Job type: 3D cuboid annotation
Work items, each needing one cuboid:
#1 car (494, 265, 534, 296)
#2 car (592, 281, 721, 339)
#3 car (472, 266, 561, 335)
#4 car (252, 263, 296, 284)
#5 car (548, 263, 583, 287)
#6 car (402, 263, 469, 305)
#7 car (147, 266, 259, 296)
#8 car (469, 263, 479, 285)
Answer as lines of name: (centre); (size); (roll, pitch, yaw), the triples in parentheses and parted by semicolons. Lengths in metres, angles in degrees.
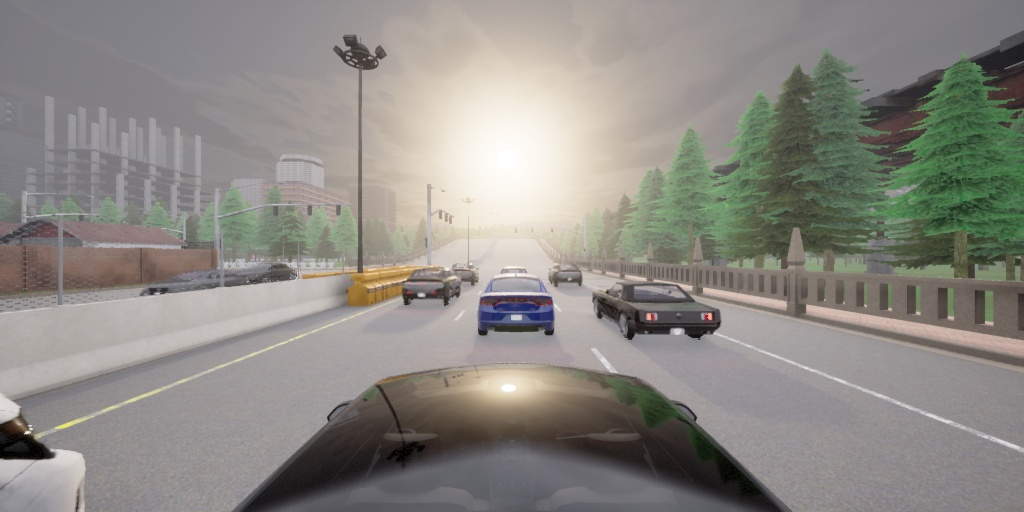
car: (0.106, 1.297, 20.568); (2.033, 1.411, 5.357); (0, 0, 0)
car: (3.602, 1.351, 10.012); (1.895, 1.301, 4.718); (0, 0, 0)
car: (0.100, 1.228, 10.497); (1.882, 1.535, 5.008); (0, 0, 0)
car: (-17.519, 1.256, 25.587); (1.837, 1.490, 4.892); (0, 0, 0)
car: (3.608, 1.241, 24.715); (2.128, 1.511, 4.902); (0, 0, 0)
car: (-3.396, 1.242, 15.894); (2.128, 1.511, 4.902); (0, 0, 0)
car: (-14.085, 1.314, 16.273); (1.994, 1.385, 4.181); (0, 0, 0)
car: (-3.428, 1.242, 25.593); (2.128, 1.511, 4.902); (0, 0, -1)
